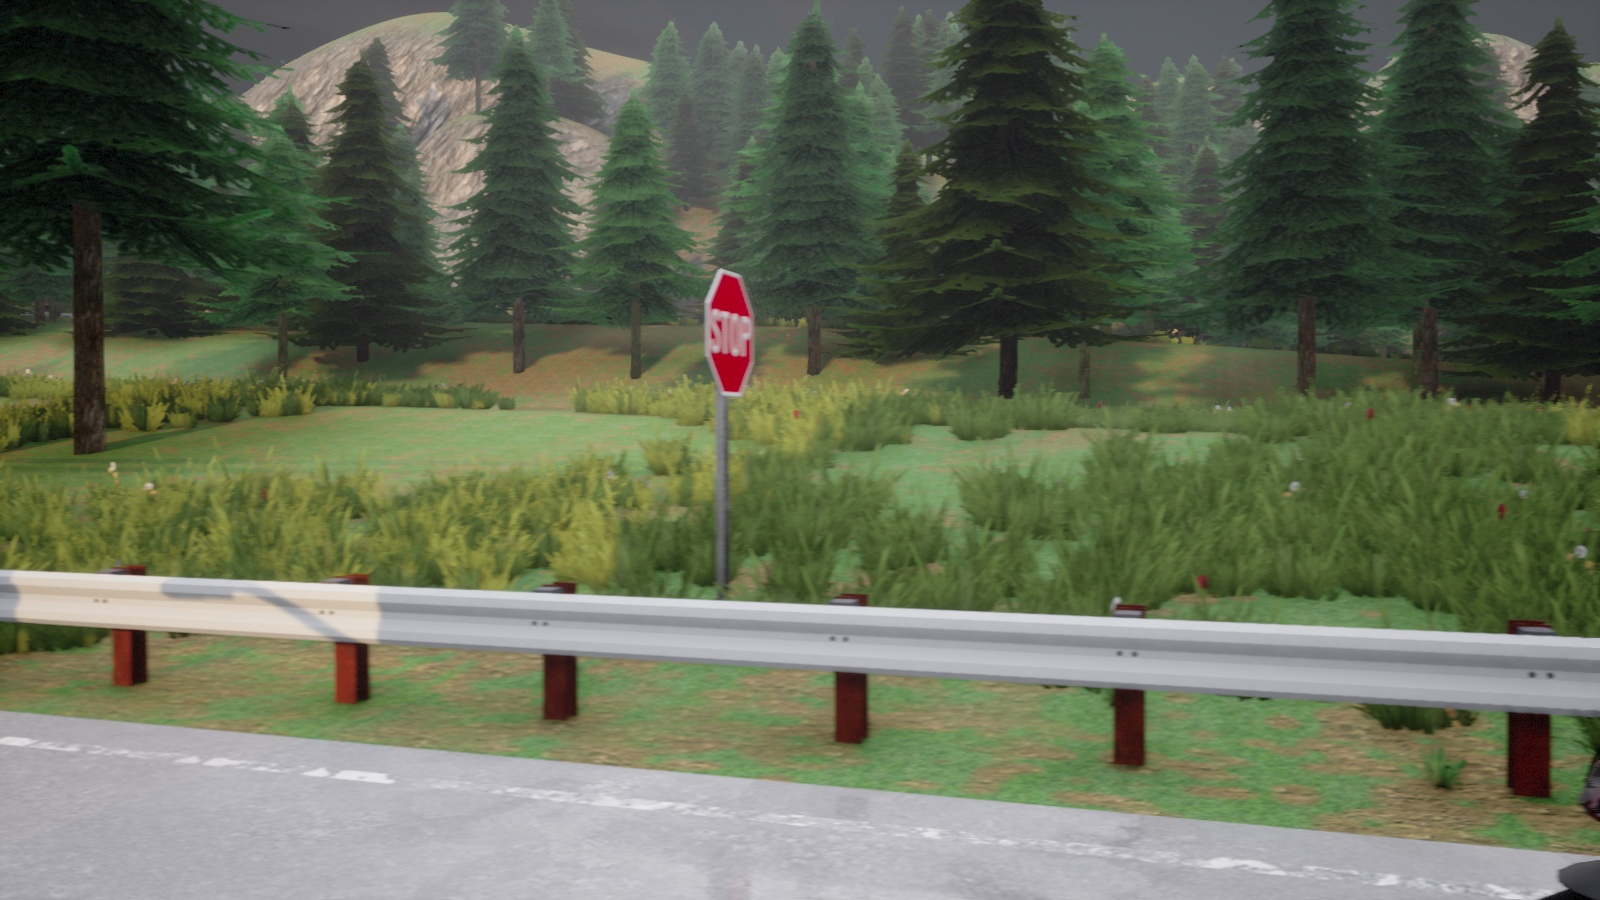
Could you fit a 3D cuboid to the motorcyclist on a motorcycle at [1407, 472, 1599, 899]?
[{"bbox_3d":[2.420,0.833,2.380,2.191,1.530,0.866,0,1,19],"label":"motorcyclist on a motorcycle"}]
